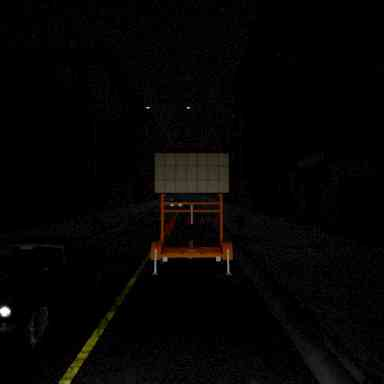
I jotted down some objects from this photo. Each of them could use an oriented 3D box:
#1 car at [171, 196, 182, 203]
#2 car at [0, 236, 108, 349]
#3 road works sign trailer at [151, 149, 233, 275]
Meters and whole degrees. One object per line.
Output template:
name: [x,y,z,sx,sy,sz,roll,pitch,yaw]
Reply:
car: [-3.021,1.450,64.652,1.882,1.535,5.008,0,0,0]
car: [-3.103,1.604,6.373,1.895,1.301,4.718,0,0,0]
road works sign trailer: [-0.004,0.468,10.463,2.380,3.560,2.880,0,0,0]
